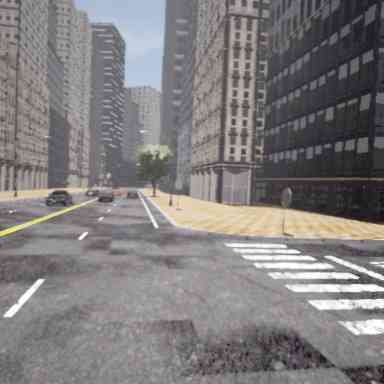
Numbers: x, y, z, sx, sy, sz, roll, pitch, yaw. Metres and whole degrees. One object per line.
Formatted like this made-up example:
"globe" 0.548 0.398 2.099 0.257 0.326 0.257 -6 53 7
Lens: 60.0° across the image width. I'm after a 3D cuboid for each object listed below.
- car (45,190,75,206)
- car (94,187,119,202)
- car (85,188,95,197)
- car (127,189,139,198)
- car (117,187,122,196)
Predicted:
"car" -12.618 0.539 31.859 1.812 1.442 4.674 2 1 -10
"car" -11.140 0.457 43.619 2.033 1.411 5.357 2 1 -10
"car" -16.623 0.020 55.689 2.128 1.511 4.902 2 1 -10
"car" -10.336 0.233 58.098 2.128 1.511 4.902 2 1 -10
"car" -14.678 -0.160 64.058 2.097 1.767 4.553 2 1 -10
